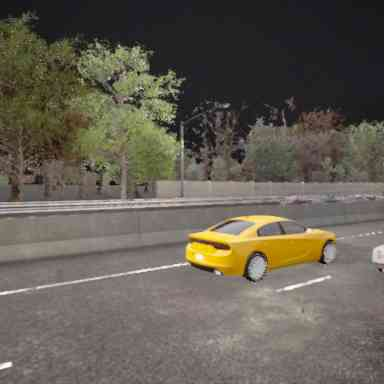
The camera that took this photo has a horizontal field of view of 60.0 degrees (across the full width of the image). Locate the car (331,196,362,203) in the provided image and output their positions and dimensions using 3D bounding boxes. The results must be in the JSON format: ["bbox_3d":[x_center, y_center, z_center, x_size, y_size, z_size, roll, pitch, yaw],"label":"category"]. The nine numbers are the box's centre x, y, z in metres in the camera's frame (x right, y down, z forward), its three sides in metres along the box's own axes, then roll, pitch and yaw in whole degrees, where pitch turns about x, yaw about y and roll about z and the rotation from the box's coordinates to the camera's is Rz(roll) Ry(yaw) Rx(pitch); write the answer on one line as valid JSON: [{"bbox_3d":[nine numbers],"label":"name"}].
[{"bbox_3d":[18.809,1.207,38.888,4.892,1.490,1.837,0,0,-35],"label":"car"}]

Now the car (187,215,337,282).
[{"bbox_3d":[2.200,1.417,9.635,5.008,1.535,1.882,-1,1,-35],"label":"car"}]

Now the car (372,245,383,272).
[{"bbox_3d":[6.696,1.516,8.530,4.718,1.301,1.895,-1,0,-35],"label":"car"}]

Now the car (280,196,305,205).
[{"bbox_3d":[13.577,1.238,43.658,4.674,1.442,1.812,0,0,-36],"label":"car"}]

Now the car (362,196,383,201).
[{"bbox_3d":[20.886,1.206,36.071,4.892,1.490,1.837,-1,0,-35],"label":"car"}]

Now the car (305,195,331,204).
[{"bbox_3d":[16.759,1.207,41.723,4.892,1.490,1.837,0,0,-35],"label":"car"}]
